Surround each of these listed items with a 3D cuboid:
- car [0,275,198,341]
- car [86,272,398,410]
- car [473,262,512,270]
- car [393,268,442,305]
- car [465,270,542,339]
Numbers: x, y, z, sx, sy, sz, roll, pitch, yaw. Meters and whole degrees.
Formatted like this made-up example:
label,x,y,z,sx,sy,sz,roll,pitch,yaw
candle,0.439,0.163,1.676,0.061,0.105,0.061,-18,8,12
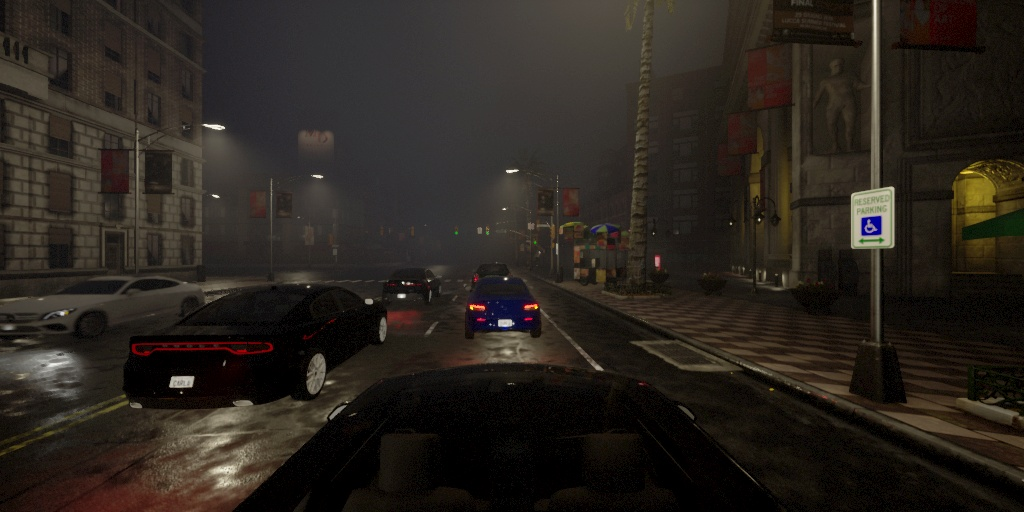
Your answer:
label,x,y,z,sx,sy,sz,roll,pitch,yaw
car,-11.075,1.276,10.106,1.812,1.442,4.674,0,0,-4
car,-3.738,1.228,6.403,1.882,1.535,5.008,0,0,-3
car,-1.025,1.102,18.953,2.097,1.767,4.553,0,0,-4
car,-4.306,1.255,15.907,1.837,1.490,4.892,0,0,-4
car,-0.325,1.276,10.003,1.812,1.442,4.674,0,0,-4
